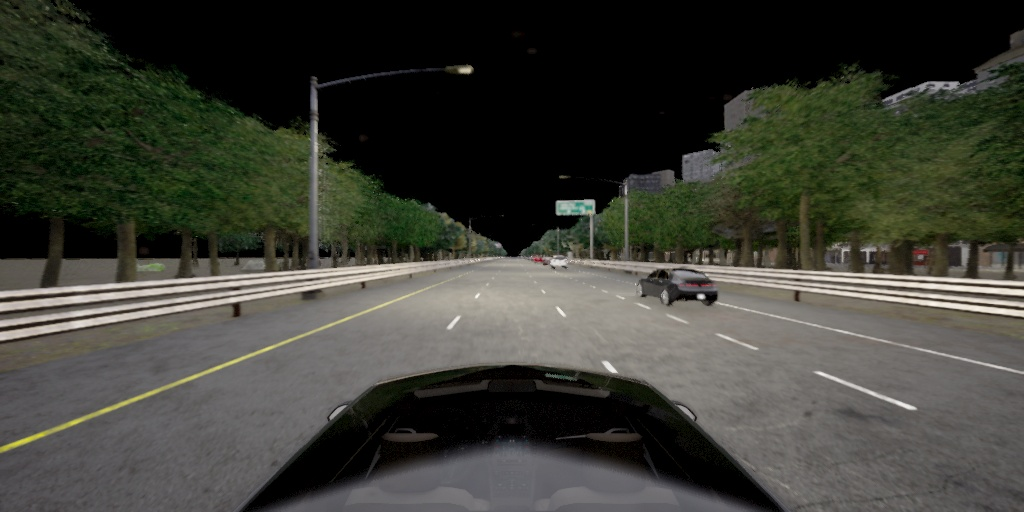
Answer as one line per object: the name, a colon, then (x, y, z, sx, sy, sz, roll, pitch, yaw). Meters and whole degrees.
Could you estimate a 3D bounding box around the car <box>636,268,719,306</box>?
car: (7.008, 1.262, 15.698, 1.837, 1.490, 4.892, 0, 0, 0)

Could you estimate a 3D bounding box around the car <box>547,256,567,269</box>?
car: (7.139, 0.963, 55.693, 2.150, 2.045, 5.566, 0, 0, 0)
